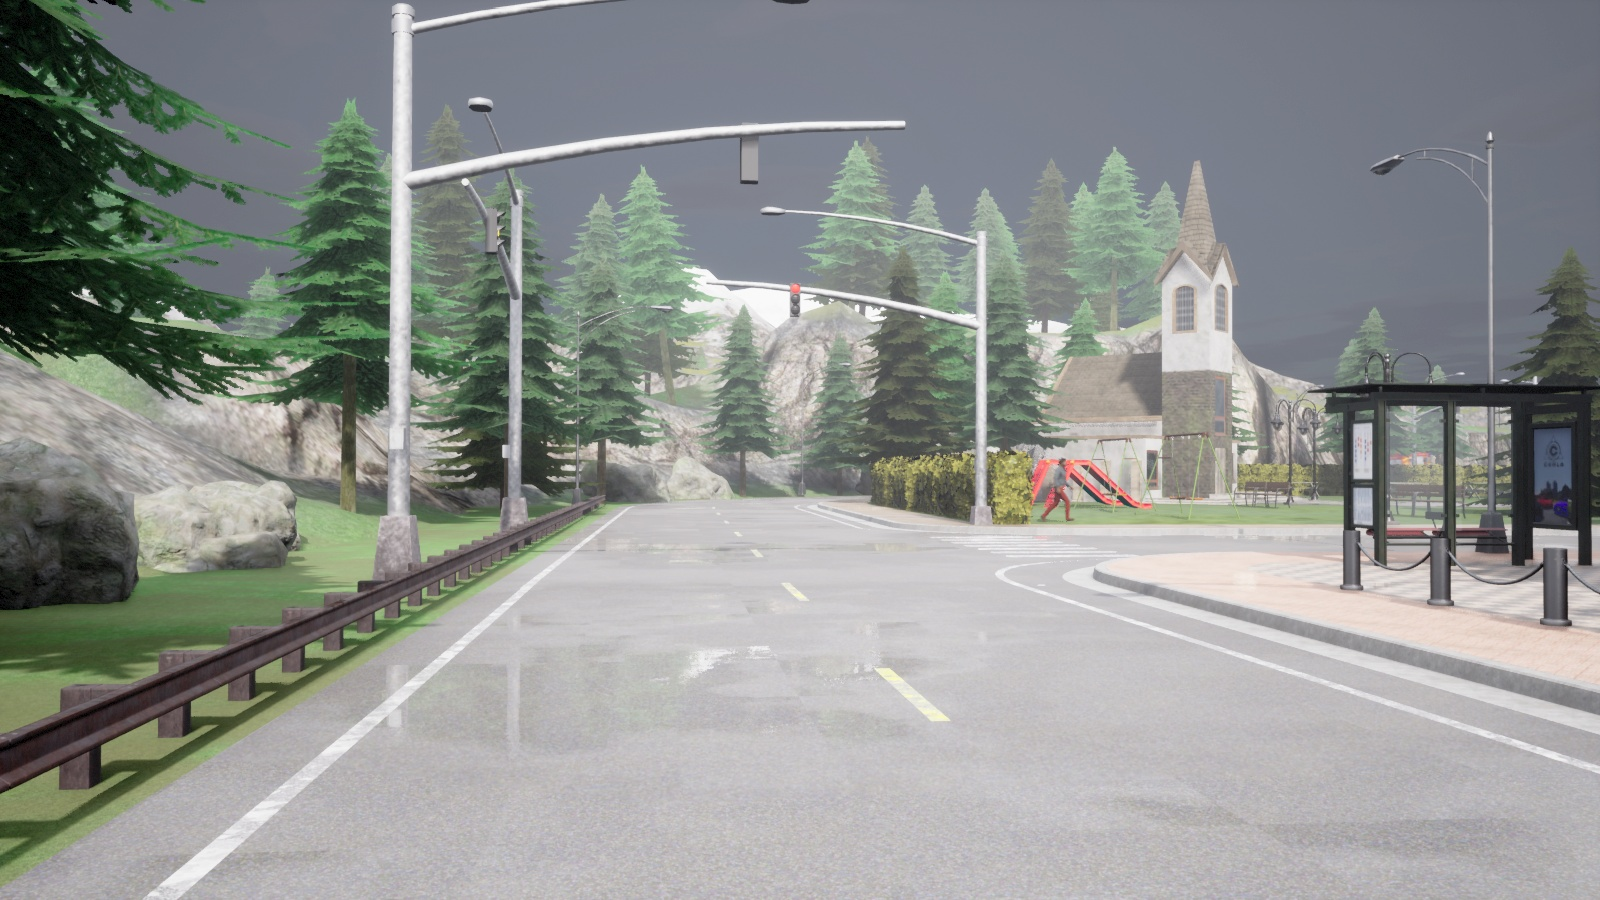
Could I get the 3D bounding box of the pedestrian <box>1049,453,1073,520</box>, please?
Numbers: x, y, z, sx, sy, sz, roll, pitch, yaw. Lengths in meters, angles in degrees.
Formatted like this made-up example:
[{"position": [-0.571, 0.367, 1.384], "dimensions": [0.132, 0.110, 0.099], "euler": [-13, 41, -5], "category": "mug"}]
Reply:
[{"position": [7.209, 1.011, 34.638], "dimensions": [0.614, 1.847, 0.353], "euler": [0, -1, 15], "category": "pedestrian"}]
